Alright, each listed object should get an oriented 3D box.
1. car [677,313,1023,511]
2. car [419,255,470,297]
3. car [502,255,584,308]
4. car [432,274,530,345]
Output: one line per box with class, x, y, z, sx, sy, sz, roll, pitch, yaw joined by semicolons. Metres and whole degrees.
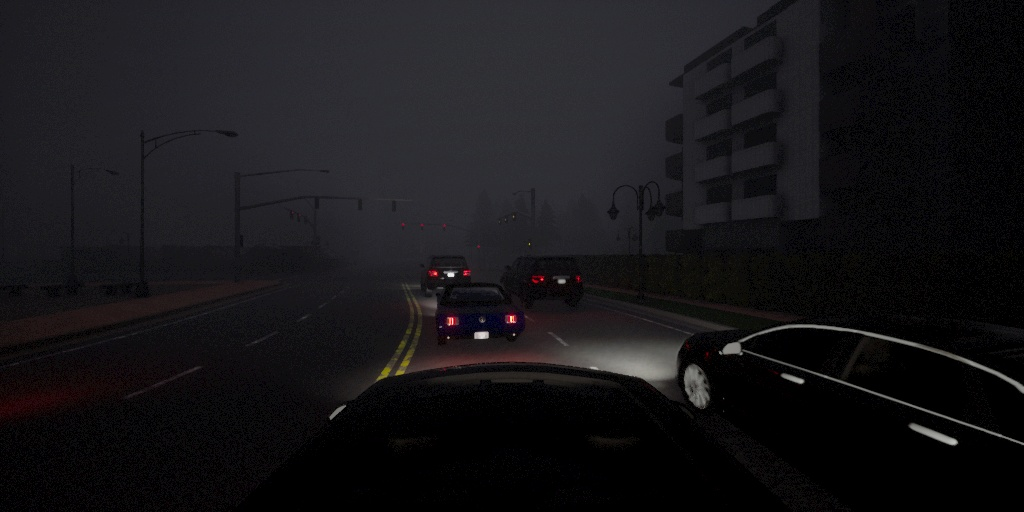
car;3.265;1.255;3.052;1.837;1.490;4.892;0;0;-2
car;-3.613;0.971;19.013;2.150;2.045;5.566;0;0;-18
car;1.075;0.975;15.347;2.150;2.045;5.566;0;0;-15
car;-1.078;1.351;9.579;1.895;1.301;4.718;0;0;-12
